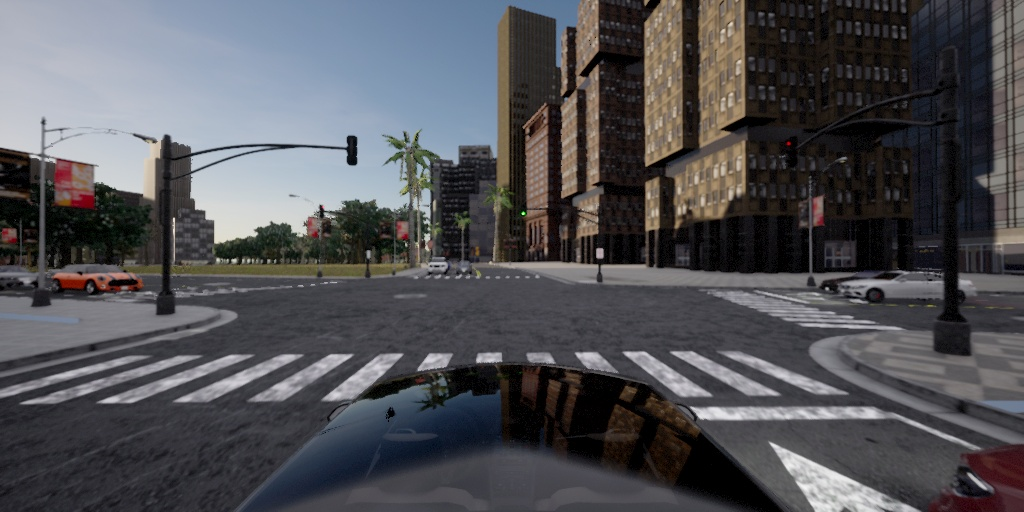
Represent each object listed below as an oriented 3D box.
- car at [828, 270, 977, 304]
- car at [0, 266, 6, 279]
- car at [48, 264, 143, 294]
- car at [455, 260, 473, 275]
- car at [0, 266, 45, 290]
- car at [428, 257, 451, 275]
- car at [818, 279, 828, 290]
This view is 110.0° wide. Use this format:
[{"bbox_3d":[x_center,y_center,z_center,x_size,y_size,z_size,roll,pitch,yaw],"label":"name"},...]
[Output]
[{"bbox_3d":[18.262,1.408,16.773,4.674,1.442,1.812,0,-1,15],"label":"car"},{"bbox_3d":[-53.785,1.622,36.038,4.718,1.301,1.895,0,-1,15],"label":"car"},{"bbox_3d":[-24.447,1.268,21.212,4.553,1.767,2.097,0,-1,15],"label":"car"},{"bbox_3d":[-5.769,1.460,43.486,2.128,1.511,4.902,0,0,-6],"label":"car"},{"bbox_3d":[-33.351,1.421,23.606,4.902,1.511,2.128,0,-1,15],"label":"car"},{"bbox_3d":[-9.151,1.189,44.561,2.150,2.045,5.566,0,0,-7],"label":"car"},{"bbox_3d":[20.330,1.454,19.616,5.357,1.411,2.033,0,-1,13],"label":"car"}]
